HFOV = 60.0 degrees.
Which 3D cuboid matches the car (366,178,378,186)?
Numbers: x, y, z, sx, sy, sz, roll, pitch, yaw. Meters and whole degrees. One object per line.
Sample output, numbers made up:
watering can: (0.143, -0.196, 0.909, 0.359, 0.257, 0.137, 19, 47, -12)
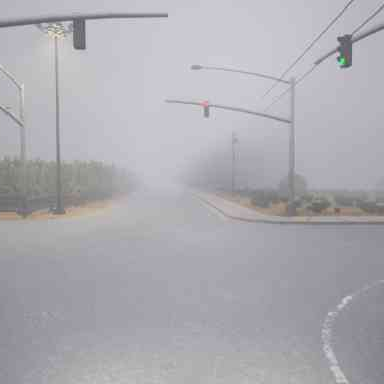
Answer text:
car: (42.116, -2.293, 77.599, 1.905, 1.878, 3.866, 10, 10, 41)
